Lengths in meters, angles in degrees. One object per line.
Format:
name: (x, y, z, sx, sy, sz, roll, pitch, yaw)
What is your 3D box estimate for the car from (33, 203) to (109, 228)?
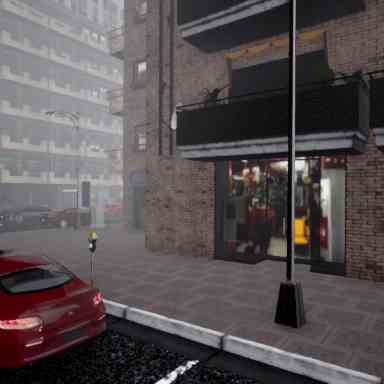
car: (-8.492, 1.756, 23.728, 1.887, 1.381, 4.507, 0, -1, 36)

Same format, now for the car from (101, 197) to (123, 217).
car: (-7.018, 1.499, 35.716, 2.150, 2.045, 5.566, 1, 0, 36)

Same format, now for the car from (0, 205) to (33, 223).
car: (-13.274, 1.727, 27.006, 1.994, 1.385, 4.181, 1, 0, 36)

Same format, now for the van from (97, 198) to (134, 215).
van: (-8.664, 1.606, 37.847, 1.690, 1.788, 3.998, 0, -1, 36)

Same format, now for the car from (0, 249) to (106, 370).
car: (-3.119, 1.582, 5.230, 4.206, 1.307, 1.802, 0, 0, 36)
